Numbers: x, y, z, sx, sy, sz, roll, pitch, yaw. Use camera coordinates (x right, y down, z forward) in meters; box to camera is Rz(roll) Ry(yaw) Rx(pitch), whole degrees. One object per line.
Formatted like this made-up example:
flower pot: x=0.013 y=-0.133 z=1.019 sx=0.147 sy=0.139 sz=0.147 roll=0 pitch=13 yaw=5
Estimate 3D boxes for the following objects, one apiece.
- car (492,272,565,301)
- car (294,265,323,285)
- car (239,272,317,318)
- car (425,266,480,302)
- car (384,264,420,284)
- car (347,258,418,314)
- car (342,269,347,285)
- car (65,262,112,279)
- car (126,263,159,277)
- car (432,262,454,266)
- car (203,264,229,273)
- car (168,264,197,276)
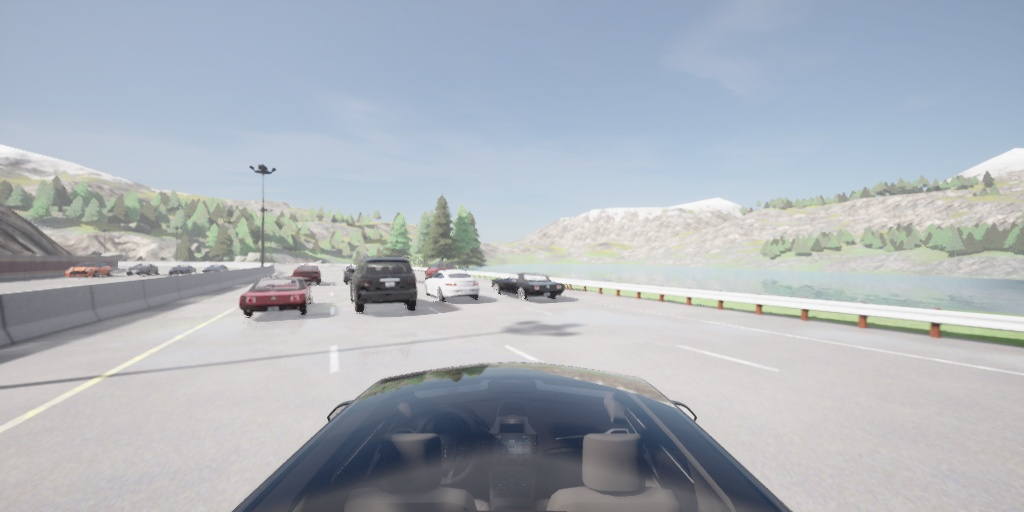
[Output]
car: x=0.629 y=1.485 z=18.404 sx=1.895 sy=1.301 sz=4.718 roll=0 pitch=0 yaw=-26
car: x=-16.304 y=1.461 z=28.675 sx=1.882 sy=1.535 sz=5.008 roll=0 pitch=0 yaw=-26
car: x=-8.743 y=1.456 z=13.670 sx=1.895 sy=1.301 sz=4.718 roll=0 pitch=0 yaw=-26
car: x=-3.066 y=1.410 z=17.980 sx=1.812 sy=1.442 sz=4.674 roll=0 pitch=0 yaw=-26
car: x=-9.530 y=1.486 z=30.767 sx=2.128 sy=1.511 sz=4.902 roll=0 pitch=0 yaw=-26
car: x=-5.405 y=1.084 z=14.815 sx=2.150 sy=2.045 sz=5.566 roll=0 pitch=0 yaw=-26
car: x=-12.655 y=1.476 z=29.190 sx=2.128 sy=1.511 sz=4.902 roll=0 pitch=0 yaw=-26
car: x=-45.214 y=1.442 z=38.393 sx=2.097 sy=1.767 sz=4.553 roll=0 pitch=-1 yaw=-30
car: x=-43.371 y=1.609 z=42.197 sx=2.128 sy=1.511 sz=4.902 roll=0 pitch=-1 yaw=-31
car: x=-6.364 y=1.355 z=32.263 sx=2.097 sy=1.767 sz=4.553 roll=0 pitch=-1 yaw=-26
car: x=-36.530 y=1.677 z=44.421 sx=2.033 sy=1.411 sz=5.357 roll=0 pitch=-1 yaw=-30
car: x=-40.477 y=1.695 z=44.156 sx=1.994 sy=1.385 sz=4.181 roll=0 pitch=-1 yaw=-31
